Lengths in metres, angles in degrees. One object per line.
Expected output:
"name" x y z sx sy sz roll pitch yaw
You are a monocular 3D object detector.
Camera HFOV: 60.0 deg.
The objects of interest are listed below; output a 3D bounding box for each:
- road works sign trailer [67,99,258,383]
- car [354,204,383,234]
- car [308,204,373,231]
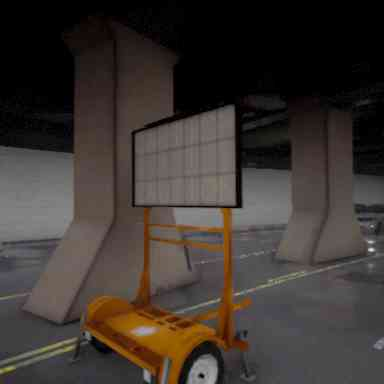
"road works sign trailer" -0.029 0.631 5.015 2.880 3.560 2.380 1 -2 -42
"car" 13.661 1.904 24.313 5.566 2.045 2.150 1 -2 -32
"car" 12.439 2.019 27.681 5.566 2.045 2.150 1 -2 -32
